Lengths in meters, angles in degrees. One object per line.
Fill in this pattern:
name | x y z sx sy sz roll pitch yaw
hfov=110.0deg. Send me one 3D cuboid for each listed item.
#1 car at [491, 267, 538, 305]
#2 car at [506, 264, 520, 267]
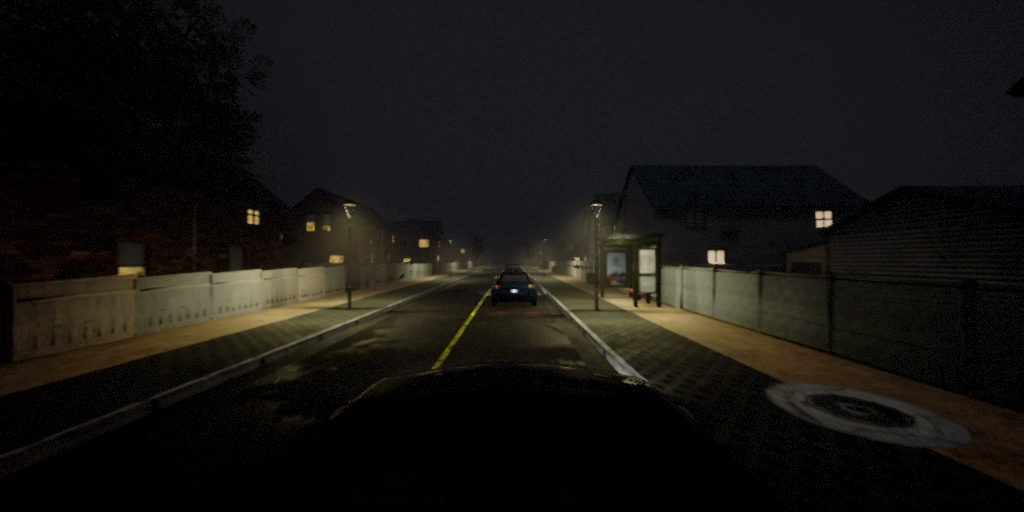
car | 0.092 1.386 16.375 1.994 1.385 4.181 0 0 0
car | 0.096 1.499 35.713 2.033 1.411 5.357 0 0 0
